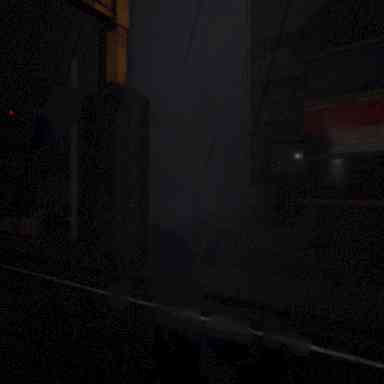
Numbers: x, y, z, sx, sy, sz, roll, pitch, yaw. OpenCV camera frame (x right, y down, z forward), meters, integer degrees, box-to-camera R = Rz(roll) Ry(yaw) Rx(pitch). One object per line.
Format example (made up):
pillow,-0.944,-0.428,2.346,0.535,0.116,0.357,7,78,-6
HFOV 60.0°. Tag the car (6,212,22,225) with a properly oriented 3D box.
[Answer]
car,-10.406,1.455,23.673,4.974,1.542,2.038,0,0,-30

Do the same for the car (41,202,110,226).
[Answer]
car,-7.195,1.297,21.043,1.853,1.218,4.536,0,0,15

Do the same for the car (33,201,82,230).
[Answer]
car,-7.209,1.454,20.993,2.038,1.542,4.974,0,0,15

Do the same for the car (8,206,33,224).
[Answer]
car,-10.361,1.297,23.698,4.536,1.218,1.853,0,0,-30

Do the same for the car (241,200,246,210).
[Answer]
car,8.027,1.454,42.796,2.038,1.542,4.974,0,0,35

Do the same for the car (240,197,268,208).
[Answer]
car,8.057,1.296,42.839,1.853,1.218,4.536,0,0,35
